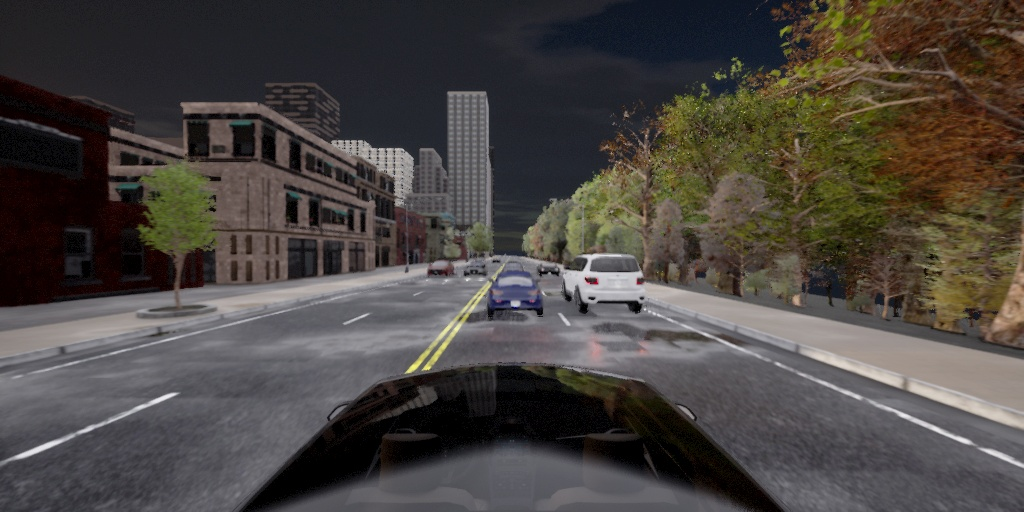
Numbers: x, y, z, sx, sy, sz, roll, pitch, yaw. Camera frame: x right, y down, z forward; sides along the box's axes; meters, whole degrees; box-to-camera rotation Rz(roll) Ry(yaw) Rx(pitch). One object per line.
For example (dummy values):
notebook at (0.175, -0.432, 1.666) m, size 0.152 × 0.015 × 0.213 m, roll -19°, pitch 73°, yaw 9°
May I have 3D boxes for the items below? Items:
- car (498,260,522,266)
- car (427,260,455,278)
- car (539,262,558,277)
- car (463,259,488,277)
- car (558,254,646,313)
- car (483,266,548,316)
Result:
car at (0.100, 1.219, 30.793) m, size 2.033 × 1.411 × 5.357 m, roll 0°, pitch 0°, yaw 0°
car at (-6.581, 1.141, 33.551) m, size 1.882 × 1.535 × 5.008 m, roll 0°, pitch 0°, yaw 0°
car at (3.354, 1.262, 34.146) m, size 1.895 × 1.301 × 4.718 m, roll 0°, pitch 0°, yaw 0°
car at (-3.331, 1.227, 33.588) m, size 1.994 × 1.385 × 4.181 m, roll 0°, pitch 0°, yaw 0°
car at (3.358, 0.941, 14.056) m, size 2.150 × 2.045 × 5.566 m, roll 0°, pitch 0°, yaw 0°
car at (0.106, 1.246, 13.033) m, size 1.812 × 1.442 × 4.674 m, roll 0°, pitch 0°, yaw 0°
